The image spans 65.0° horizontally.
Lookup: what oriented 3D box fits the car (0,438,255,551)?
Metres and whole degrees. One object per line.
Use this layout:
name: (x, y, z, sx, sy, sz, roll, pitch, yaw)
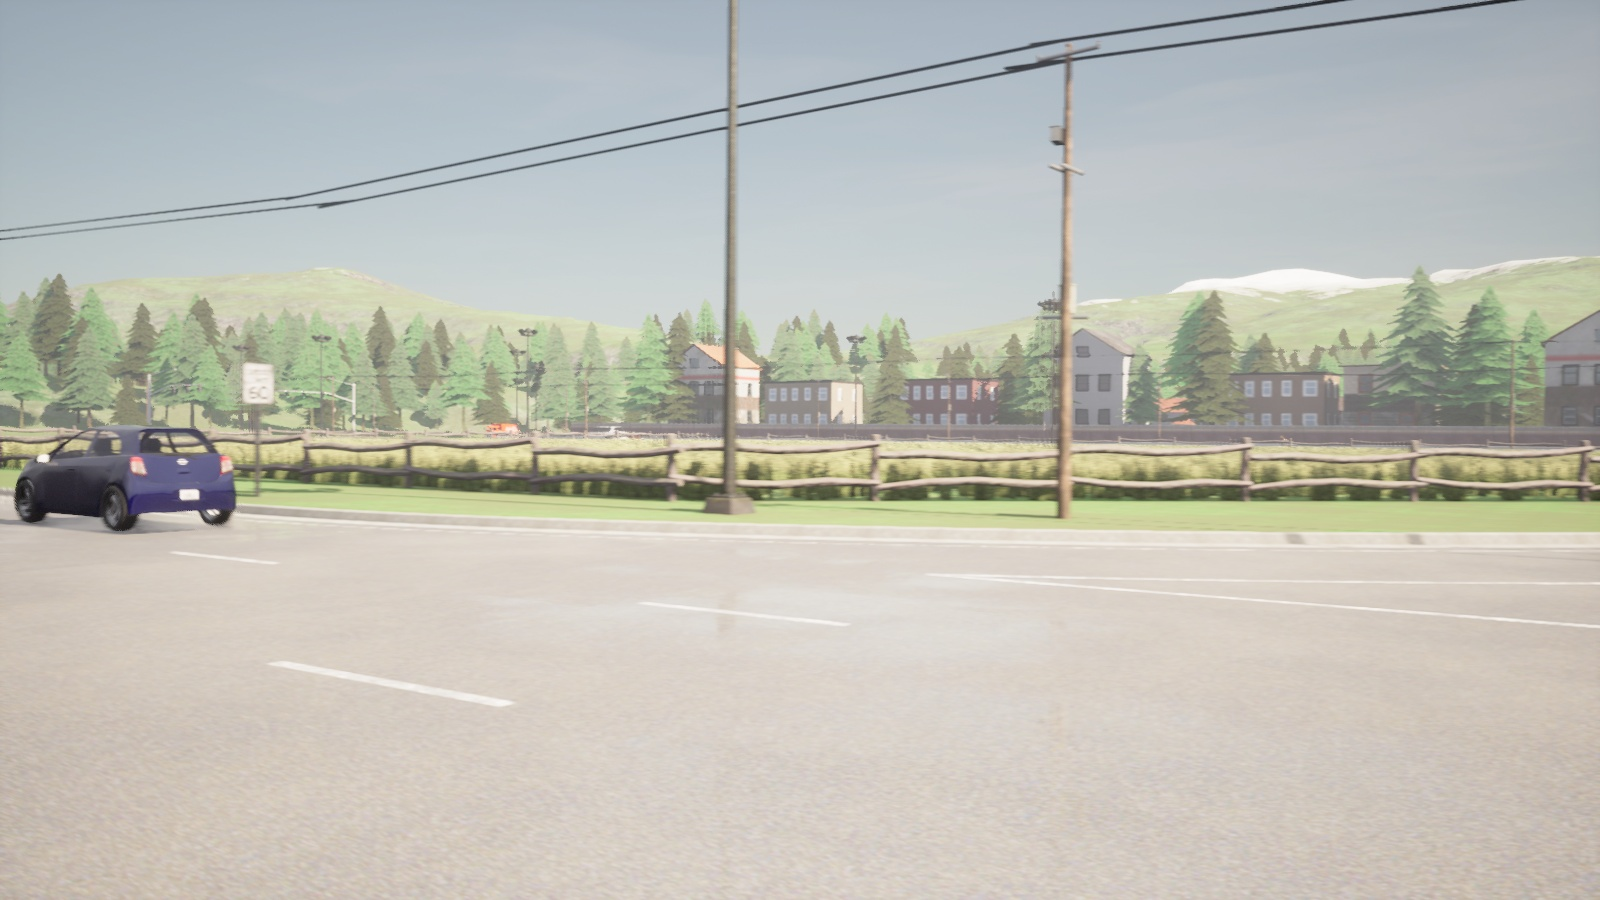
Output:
car: (-10.047, 0.585, 18.702, 3.633, 1.501, 1.845, 0, 1, 34)
